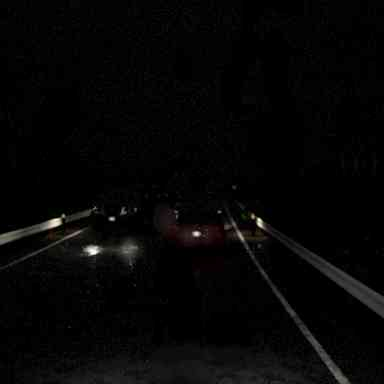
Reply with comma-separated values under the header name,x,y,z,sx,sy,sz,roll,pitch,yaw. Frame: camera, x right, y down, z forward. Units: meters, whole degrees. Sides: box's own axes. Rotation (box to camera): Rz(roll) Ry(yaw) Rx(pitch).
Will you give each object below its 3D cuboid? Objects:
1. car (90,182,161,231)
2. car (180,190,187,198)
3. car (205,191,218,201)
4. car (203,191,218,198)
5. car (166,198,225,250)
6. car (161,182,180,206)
name,x,y,z,sx,sy,sz,roll,pitch,yaw
car,-3.193,0.609,16.640,2.150,2.045,5.566,0,3,3
car,-1.709,0.474,37.695,2.033,1.411,5.357,0,-1,5
car,3.139,0.715,53.818,1.882,1.535,5.008,0,-1,3
car,2.388,0.585,43.675,1.812,1.442,4.674,0,-1,5
car,0.206,1.189,12.677,1.994,1.385,4.181,0,4,2
car,-2.570,0.192,27.102,2.150,2.045,5.566,0,1,4
